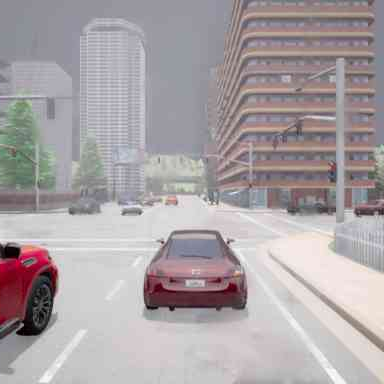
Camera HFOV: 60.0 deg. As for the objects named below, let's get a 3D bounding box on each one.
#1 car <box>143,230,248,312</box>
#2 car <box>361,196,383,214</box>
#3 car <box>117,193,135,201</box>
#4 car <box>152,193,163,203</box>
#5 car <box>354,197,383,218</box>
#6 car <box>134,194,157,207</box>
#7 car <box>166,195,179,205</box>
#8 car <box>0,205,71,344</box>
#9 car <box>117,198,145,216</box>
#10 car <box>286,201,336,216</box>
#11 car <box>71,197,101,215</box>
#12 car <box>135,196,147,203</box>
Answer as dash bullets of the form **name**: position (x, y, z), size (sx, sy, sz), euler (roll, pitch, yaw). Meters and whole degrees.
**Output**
- **car**: position (0.081, 1.564, 7.819), size (1.994, 1.385, 4.181), euler (0, 0, 1)
- **car**: position (19.815, 1.297, 34.250), size (4.553, 1.767, 2.097), euler (0, 0, -27)
- **car**: position (-10.668, 1.223, 54.477), size (2.150, 2.045, 5.566), euler (0, 0, 0)
- **car**: position (-7.107, 1.525, 68.544), size (1.812, 1.442, 4.674), euler (0, 0, 0)
- **car**: position (16.535, 1.422, 29.129), size (5.008, 1.535, 1.882), euler (0, 0, -20)
- **car**: position (-7.165, 1.492, 51.936), size (2.128, 1.511, 4.902), euler (0, 0, 0)
- **car**: position (-3.487, 1.351, 58.739), size (2.097, 1.767, 4.553), euler (0, 0, 0)
- **car**: position (-3.437, 1.221, 3.539), size (2.150, 2.045, 5.566), euler (0, 0, 0)
- **car**: position (-6.048, 1.578, 32.649), size (1.895, 1.301, 4.718), euler (0, 0, -14)
- **car**: position (11.376, 1.545, 31.393), size (4.718, 1.301, 1.895), euler (0, 0, -13)
- **car**: position (-10.650, 1.345, 33.222), size (2.097, 1.767, 4.553), euler (0, 0, 0)
- **car**: position (-10.603, 1.524, 69.984), size (1.812, 1.442, 4.674), euler (0, 0, 0)
